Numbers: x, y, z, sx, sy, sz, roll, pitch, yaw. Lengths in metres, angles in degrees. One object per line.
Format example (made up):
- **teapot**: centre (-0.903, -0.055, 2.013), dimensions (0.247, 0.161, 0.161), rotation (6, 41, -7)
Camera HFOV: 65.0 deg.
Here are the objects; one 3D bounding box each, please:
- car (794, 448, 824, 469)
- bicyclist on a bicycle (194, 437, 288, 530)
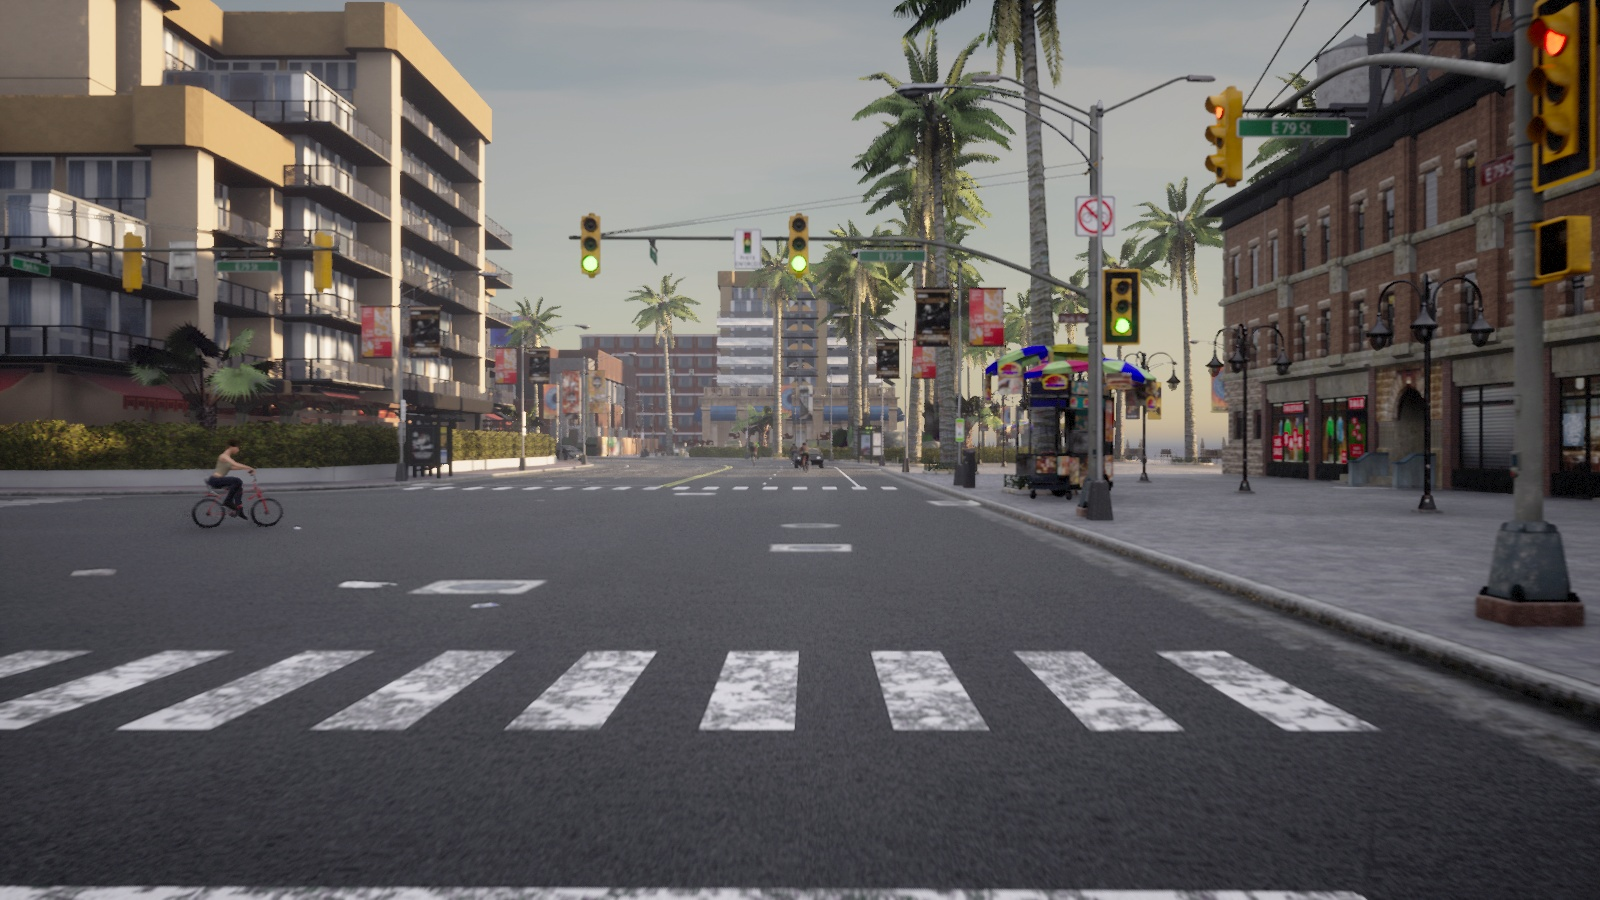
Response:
- **car**: centre (0.555, 0.527, 81.817), dimensions (1.895, 1.301, 4.718), rotation (0, 0, -1)
- **bicyclist on a bicycle**: centre (-10.042, 0.587, 22.556), dimensions (1.509, 1.612, 0.866), rotation (0, -1, -25)
